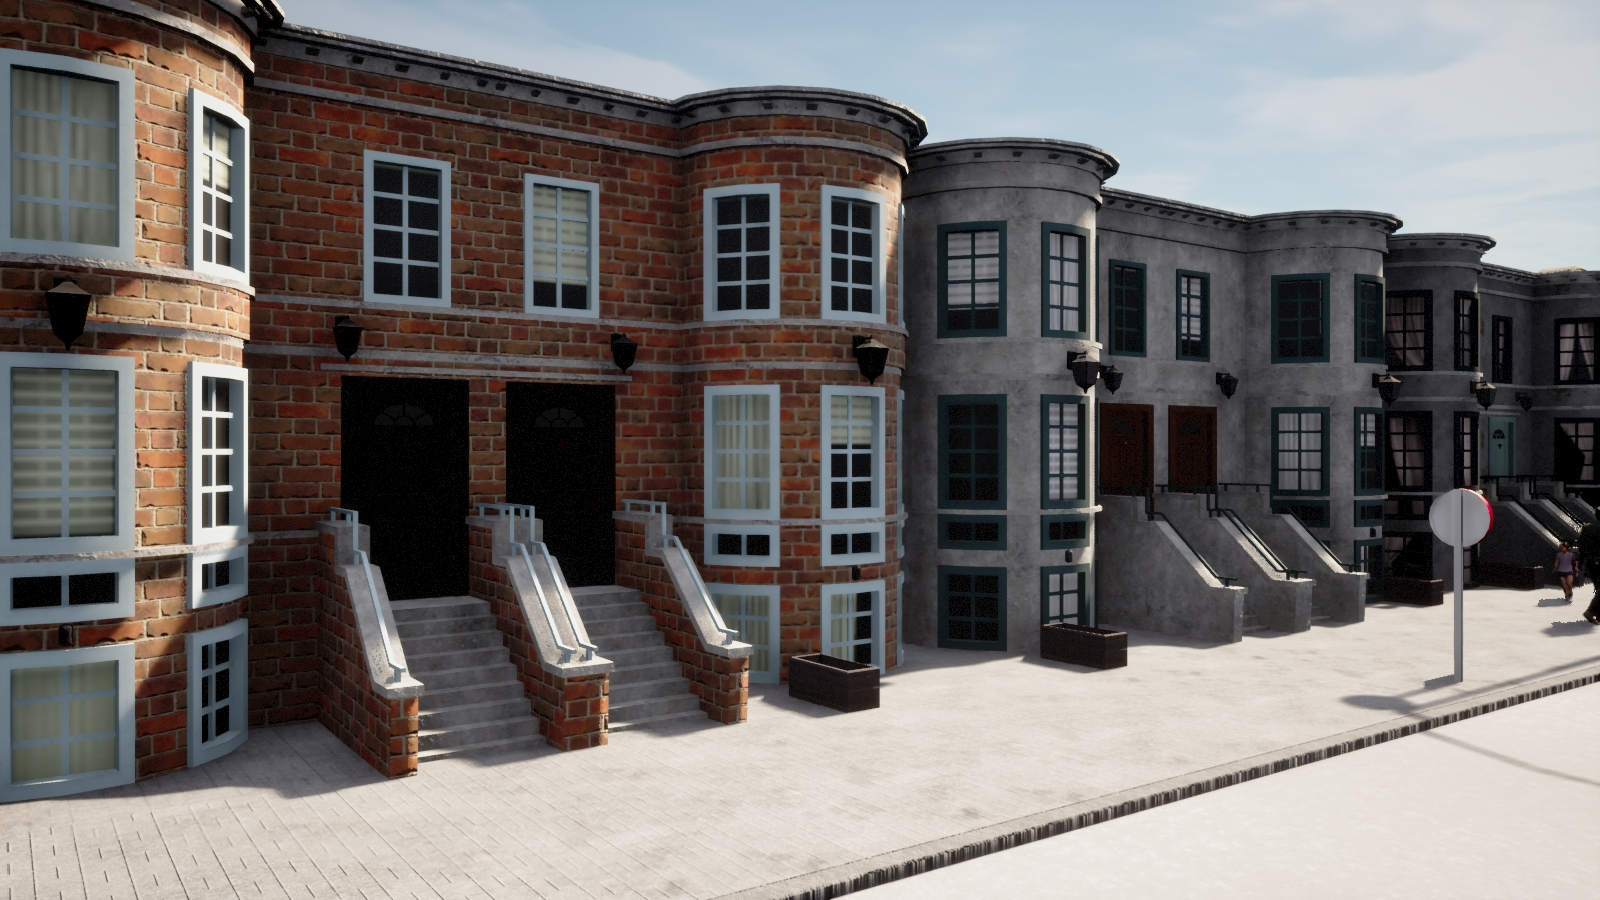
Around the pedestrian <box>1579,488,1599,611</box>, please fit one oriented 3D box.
[{"bbox_3d":[12.329,1.524,17.618,0.375,1.860,0.375,0,0,-13],"label":"pedestrian"}]

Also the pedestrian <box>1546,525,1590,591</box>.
[{"bbox_3d":[13.578,1.904,20.200,0.500,1.100,0.500,0,0,-36],"label":"pedestrian"}]
